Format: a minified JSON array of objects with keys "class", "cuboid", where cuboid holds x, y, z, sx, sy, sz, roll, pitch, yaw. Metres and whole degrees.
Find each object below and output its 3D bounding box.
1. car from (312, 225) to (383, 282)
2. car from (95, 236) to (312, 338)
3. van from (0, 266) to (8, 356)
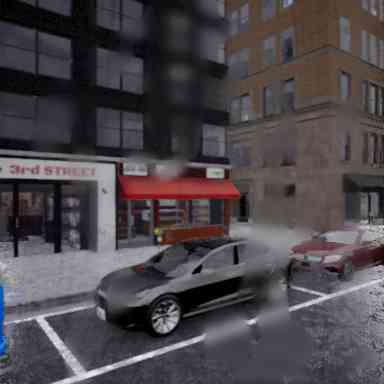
[{"class":"car","cuboid":[4.688,1.678,10.034,4.206,1.307,1.802,0,-1,-36]},{"class":"car","cuboid":[0.261,1.632,6.769,4.313,1.339,1.947,0,-1,-36]},{"class":"van","cuboid":[-4.167,1.378,3.506,3.998,1.788,1.690,0,-1,-36]}]
